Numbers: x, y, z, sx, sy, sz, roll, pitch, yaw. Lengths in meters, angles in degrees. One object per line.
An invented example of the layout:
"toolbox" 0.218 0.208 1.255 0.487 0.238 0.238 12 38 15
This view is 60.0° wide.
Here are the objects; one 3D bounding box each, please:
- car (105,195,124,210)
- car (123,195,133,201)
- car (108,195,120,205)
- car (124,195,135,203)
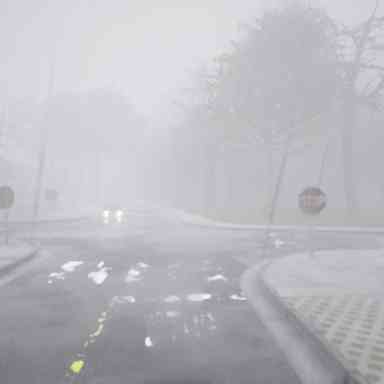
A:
"car" -9.383 1.403 39.727 1.895 1.301 4.718 0 0 -13
"car" -14.199 1.255 73.354 1.895 1.301 4.718 0 0 -13
"car" -13.000 1.275 55.632 1.882 1.535 5.008 0 0 -12
"car" -11.857 1.302 63.168 2.128 1.511 4.902 0 0 -13
